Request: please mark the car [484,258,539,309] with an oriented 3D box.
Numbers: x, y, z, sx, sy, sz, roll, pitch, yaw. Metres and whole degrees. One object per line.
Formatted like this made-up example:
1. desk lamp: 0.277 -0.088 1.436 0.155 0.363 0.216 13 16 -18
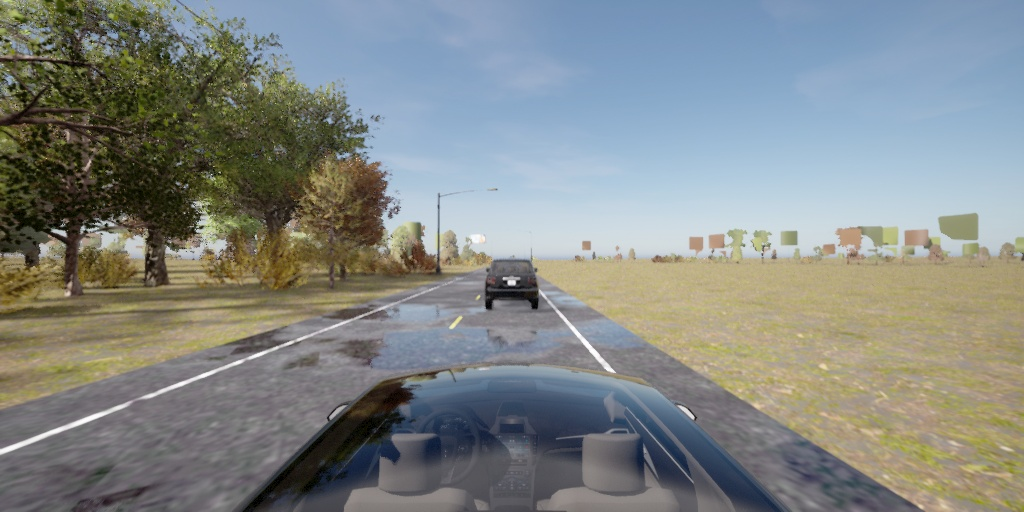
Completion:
1. car: -0.009 1.099 15.874 2.150 2.045 5.566 0 0 0
